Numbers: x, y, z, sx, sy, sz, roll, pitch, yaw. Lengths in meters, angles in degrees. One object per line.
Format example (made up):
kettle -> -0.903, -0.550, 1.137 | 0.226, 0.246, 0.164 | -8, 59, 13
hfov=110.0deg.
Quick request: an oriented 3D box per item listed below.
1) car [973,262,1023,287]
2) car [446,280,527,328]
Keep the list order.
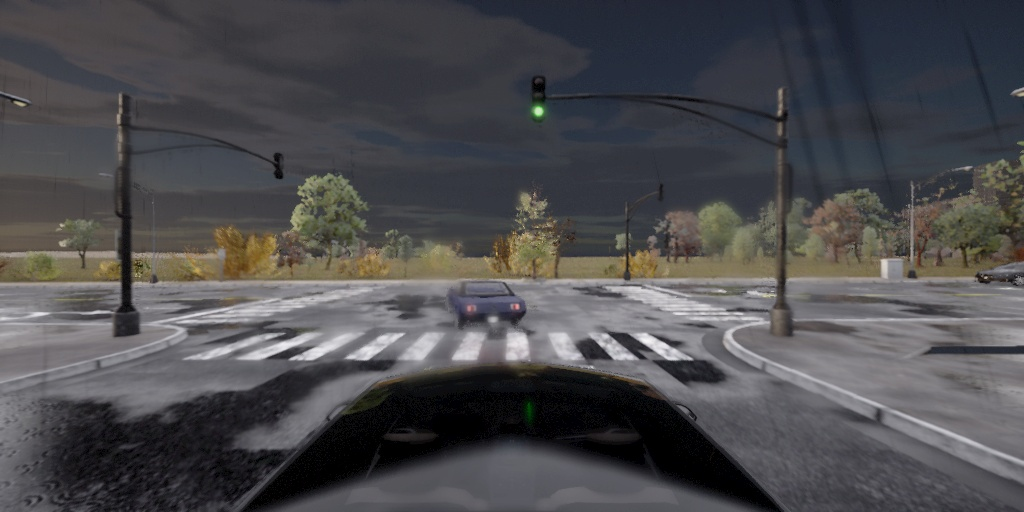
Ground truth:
car -> 33.035, 1.146, 23.145 | 4.892, 1.490, 1.837 | 0, 0, 1
car -> -1.067, 1.428, 11.766 | 1.895, 1.301, 4.718 | 0, 0, -15
